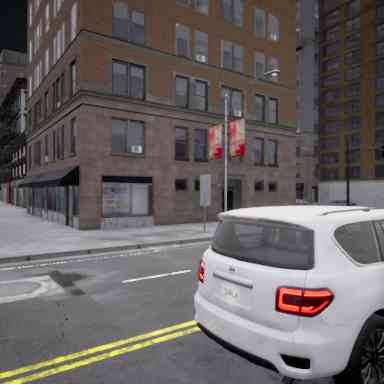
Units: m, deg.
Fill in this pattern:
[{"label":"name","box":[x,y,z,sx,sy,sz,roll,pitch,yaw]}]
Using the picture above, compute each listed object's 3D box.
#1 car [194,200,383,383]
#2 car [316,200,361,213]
[{"label":"car","box":[2.645,1.222,5.312,5.566,2.045,2.150,0,0,-35]},{"label":"car","box":[16.982,1.597,38.728,1.947,1.339,4.313,0,0,-35]}]
